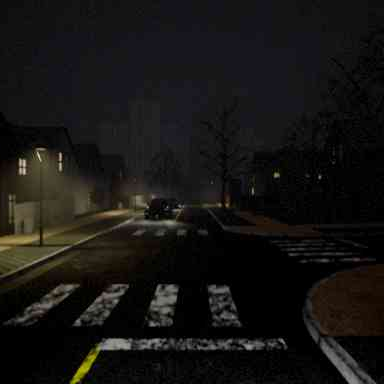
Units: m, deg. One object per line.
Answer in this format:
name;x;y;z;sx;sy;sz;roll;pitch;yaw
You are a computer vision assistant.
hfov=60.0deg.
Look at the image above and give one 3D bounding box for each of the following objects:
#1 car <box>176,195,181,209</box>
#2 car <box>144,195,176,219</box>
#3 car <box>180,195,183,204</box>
car;-2.769;1.494;43.920;1.812;1.442;4.674;0;0;0
car;-2.799;1.330;28.725;2.097;1.767;4.553;0;0;0
car;-2.647;1.290;60.540;2.128;1.511;4.902;0;0;0
